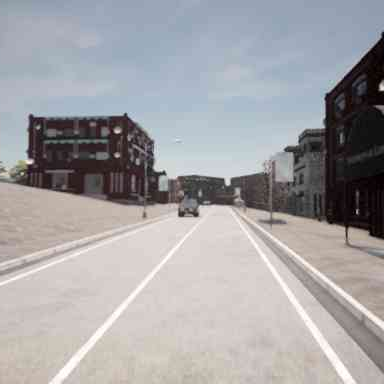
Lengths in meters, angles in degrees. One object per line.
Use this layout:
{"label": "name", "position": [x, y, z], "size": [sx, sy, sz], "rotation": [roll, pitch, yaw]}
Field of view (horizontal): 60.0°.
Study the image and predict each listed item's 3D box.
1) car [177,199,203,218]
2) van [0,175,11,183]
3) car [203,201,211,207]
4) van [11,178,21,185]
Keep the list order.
{"label": "car", "position": [-0.331, 1.877, 38.770], "size": [2.150, 2.045, 5.566], "rotation": [0, -1, 5]}
{"label": "van", "position": [-31.417, -1.794, 53.651], "size": [1.878, 1.987, 4.442], "rotation": [1, -4, -10]}
{"label": "car", "position": [3.529, 2.847, 80.606], "size": [1.882, 1.535, 5.008], "rotation": [0, -1, 5]}
{"label": "van", "position": [-32.538, -1.439, 59.064], "size": [1.878, 1.987, 4.442], "rotation": [1, -4, -11]}
